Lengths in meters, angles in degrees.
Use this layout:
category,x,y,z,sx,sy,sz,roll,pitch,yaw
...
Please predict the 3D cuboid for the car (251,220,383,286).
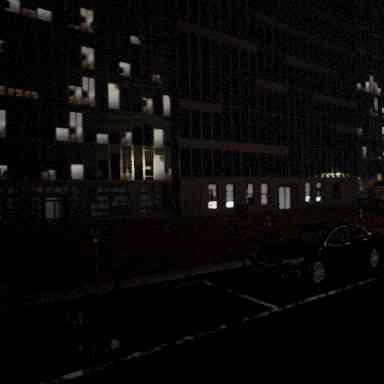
category,x,y,z,sx,sy,sz,roll,pitch,yaw
car,3.525,1.494,9.091,4.403,1.369,2.008,0,-1,-35
